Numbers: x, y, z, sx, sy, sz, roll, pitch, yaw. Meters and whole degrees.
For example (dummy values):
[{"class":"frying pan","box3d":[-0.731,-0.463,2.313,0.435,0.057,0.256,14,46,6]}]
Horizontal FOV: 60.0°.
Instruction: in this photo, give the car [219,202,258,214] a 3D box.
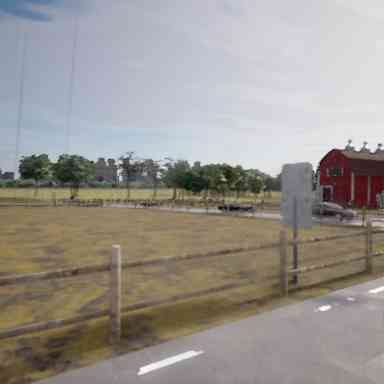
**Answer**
[{"class":"car","box3d":[5.233,1.804,37.959,1.895,1.301,4.718,-1,0,-35]}]

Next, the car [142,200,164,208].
[{"class":"car","box3d":[-6.403,1.970,54.518,1.895,1.301,4.718,-1,0,-35]}]

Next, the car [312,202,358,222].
[{"class":"car","box3d":[11.758,1.675,28.732,1.837,1.490,4.892,-1,0,-35]}]
